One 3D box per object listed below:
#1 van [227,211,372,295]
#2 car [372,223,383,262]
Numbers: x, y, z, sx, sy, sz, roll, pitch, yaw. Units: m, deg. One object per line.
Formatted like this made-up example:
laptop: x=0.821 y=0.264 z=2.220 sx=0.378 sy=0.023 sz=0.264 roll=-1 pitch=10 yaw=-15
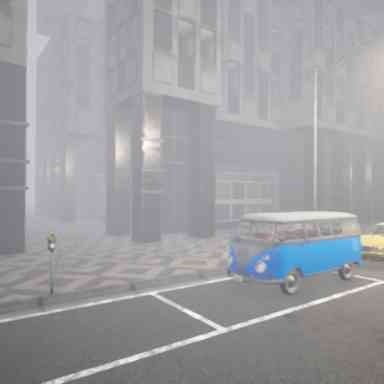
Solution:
van: x=2.740 y=1.413 z=8.612 sx=3.998 sy=1.788 sz=1.690 roll=1 pitch=-1 yaw=-36
car: x=7.158 y=1.651 z=11.768 sx=4.829 sy=1.417 sz=1.752 roll=1 pitch=-1 yaw=-36
